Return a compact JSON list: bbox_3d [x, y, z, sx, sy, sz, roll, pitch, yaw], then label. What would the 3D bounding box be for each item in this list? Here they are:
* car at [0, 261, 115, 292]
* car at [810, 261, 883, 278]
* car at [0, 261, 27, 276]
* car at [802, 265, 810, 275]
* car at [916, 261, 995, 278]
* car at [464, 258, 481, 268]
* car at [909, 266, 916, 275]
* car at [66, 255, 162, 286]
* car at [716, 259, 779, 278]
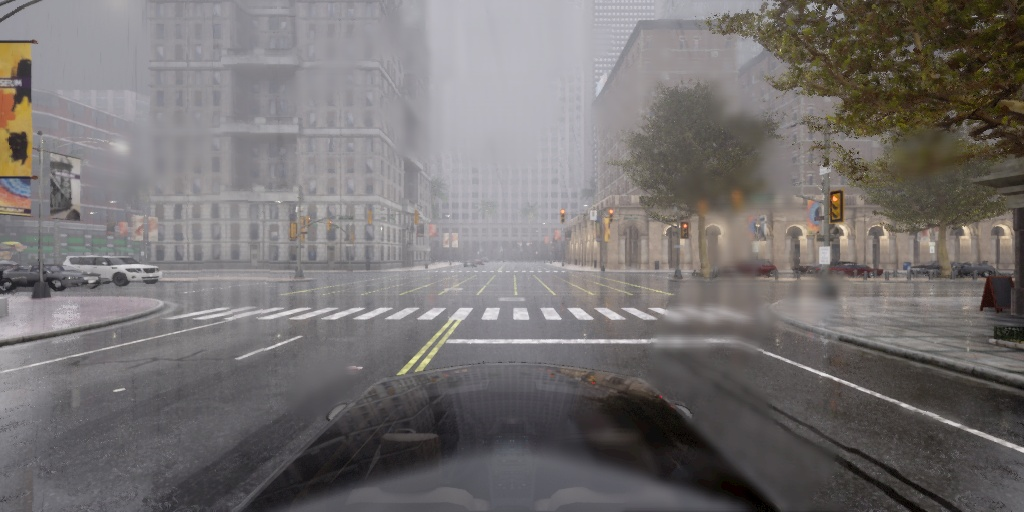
[{"bbox_3d":[-27.066,1.242,21.030,4.902,1.511,2.128,0,0,0],"label":"car"},{"bbox_3d":[30.373,1.351,32.441,4.718,1.301,1.895,0,0,0],"label":"car"},{"bbox_3d":[-52.547,1.255,36.911,4.892,1.490,1.837,0,0,20],"label":"car"},{"bbox_3d":[32.469,1.255,35.931,4.892,1.490,1.837,0,0,0],"label":"car"},{"bbox_3d":[40.359,1.241,32.385,4.902,1.511,2.128,0,0,1],"label":"car"},{"bbox_3d":[-7.119,1.241,61.434,2.128,1.511,4.902,0,0,0],"label":"car"},{"bbox_3d":[42.787,1.241,35.867,4.902,1.511,2.128,0,0,1],"label":"car"},{"bbox_3d":[-27.387,0.971,24.547,5.566,2.045,2.150,0,0,2],"label":"car"},{"bbox_3d":[21.385,1.102,32.485,4.553,1.767,2.097,0,0,0],"label":"car"}]
